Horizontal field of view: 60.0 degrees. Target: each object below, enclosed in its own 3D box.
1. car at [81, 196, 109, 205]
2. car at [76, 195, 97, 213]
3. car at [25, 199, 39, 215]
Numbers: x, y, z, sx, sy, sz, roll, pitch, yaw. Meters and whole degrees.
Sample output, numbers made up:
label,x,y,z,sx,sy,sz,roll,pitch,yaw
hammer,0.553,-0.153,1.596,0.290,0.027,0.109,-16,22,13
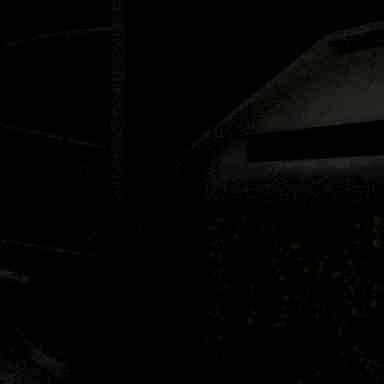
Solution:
label,x,y,z,sx,sy,sz,roll,pitch,yaw
car,-16.940,1.491,57.805,4.902,1.511,2.128,0,0,36
car,-10.444,1.313,35.134,3.866,1.878,1.905,0,0,35
car,-17.248,1.480,32.997,4.611,1.667,2.242,0,0,35
